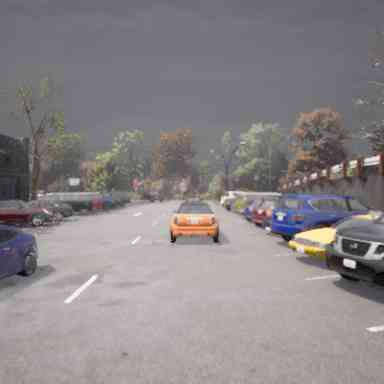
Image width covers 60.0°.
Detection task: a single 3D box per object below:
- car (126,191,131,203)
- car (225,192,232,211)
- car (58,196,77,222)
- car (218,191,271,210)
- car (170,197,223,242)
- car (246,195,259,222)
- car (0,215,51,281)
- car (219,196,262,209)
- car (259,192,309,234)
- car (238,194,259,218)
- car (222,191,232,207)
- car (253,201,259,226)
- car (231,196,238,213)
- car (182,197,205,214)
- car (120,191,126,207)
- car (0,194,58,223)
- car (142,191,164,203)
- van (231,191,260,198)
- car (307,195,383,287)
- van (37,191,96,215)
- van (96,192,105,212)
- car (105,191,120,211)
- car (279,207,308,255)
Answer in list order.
[{"bbox_3d":[-10.963,0.938,44.263,5.566,2.045,2.435,-1,1,-20],"label":"car"},{"bbox_3d":[6.022,1.146,32.122,4.553,1.767,2.185,1,1,-20],"label":"car"},{"bbox_3d":[-10.972,1.332,23.578,4.892,1.521,2.231,-1,1,-20],"label":"car"},{"bbox_3d":[6.021,0.979,38.180,5.566,2.045,2.435,1,0,-20],"label":"car"},{"bbox_3d":[0.115,1.246,15.981,2.097,1.767,4.553,0,0,0],"label":"car"},{"bbox_3d":[5.940,1.227,20.022,4.553,1.767,2.185,1,0,-20],"label":"car"},{"bbox_3d":[-5.100,1.477,7.357,1.812,1.442,4.674,0,0,0],"label":"car"},{"bbox_3d":[6.021,1.239,41.206,4.792,1.488,2.163,1,0,-20],"label":"car"},{"bbox_3d":[5.988,1.142,13.996,5.566,2.045,2.435,1,0,-20],"label":"car"},{"bbox_3d":[5.936,1.207,23.052,4.553,1.767,2.185,1,0,-20],"label":"car"},{"bbox_3d":[5.975,0.999,35.120,5.566,2.045,2.435,1,1,-20],"label":"car"},{"bbox_3d":[5.932,1.403,16.999,4.792,1.488,2.163,1,1,-20],"label":"car"},{"bbox_3d":[5.985,1.314,26.073,4.892,1.521,2.231,1,1,-20],"label":"car"},{"bbox_3d":[0.143,1.270,33.011,2.128,1.511,4.902,0,0,0],"label":"car"},{"bbox_3d":[-10.927,0.978,38.379,5.566,2.045,2.435,-1,0,-20],"label":"car"},{"bbox_3d":[-11.008,1.226,20.602,4.553,1.767,2.185,-1,0,-20],"label":"car"},{"bbox_3d":[-6.987,0.829,58.826,2.150,2.045,5.566,0,0,-33],"label":"car"},{"bbox_3d":[6.094,1.068,29.139,4.442,1.987,1.878,1,0,-20],"label":"van"},{"bbox_3d":[5.918,1.182,7.933,5.566,2.045,2.435,1,1,-20],"label":"car"},{"bbox_3d":[-11.075,1.067,29.444,4.442,1.987,1.878,-1,1,-20],"label":"van"},{"bbox_3d":[-11.070,1.046,32.403,4.442,1.987,1.878,-1,1,-20],"label":"van"},{"bbox_3d":[-10.933,0.998,35.420,5.566,2.045,2.435,-1,0,-20],"label":"car"},{"bbox_3d":[5.779,1.408,10.898,5.366,1.575,1.946,1,1,-20],"label":"car"}]
